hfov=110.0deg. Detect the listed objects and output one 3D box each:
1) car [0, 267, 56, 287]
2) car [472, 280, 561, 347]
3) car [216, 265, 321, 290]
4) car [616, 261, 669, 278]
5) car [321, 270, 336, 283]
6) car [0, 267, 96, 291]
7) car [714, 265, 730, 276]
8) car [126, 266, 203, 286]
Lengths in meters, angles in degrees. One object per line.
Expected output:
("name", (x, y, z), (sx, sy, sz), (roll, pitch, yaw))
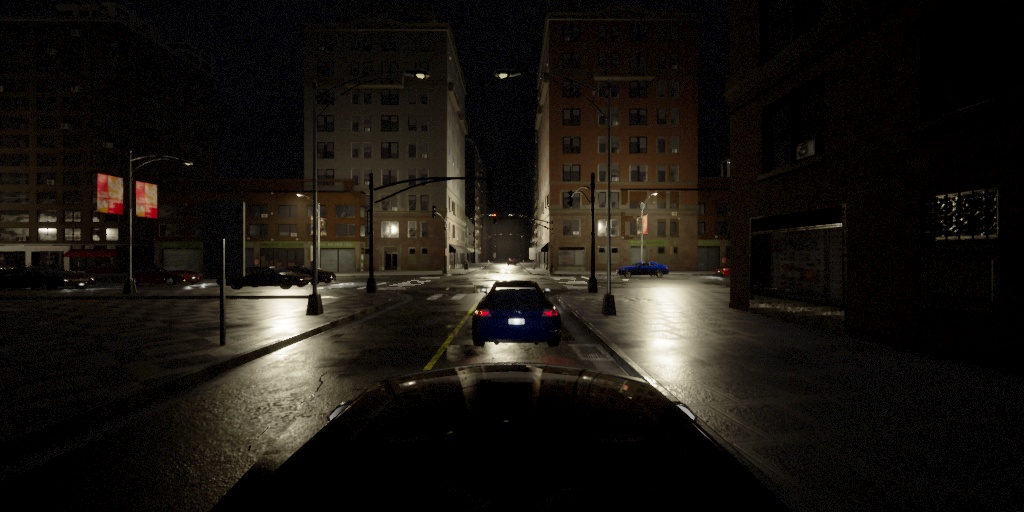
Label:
("car", (-36.403, 1.476, 25.821), (4.718, 1.301, 1.895), (0, 0, 0))
("car", (0.098, 1.314, 9.373), (1.994, 1.385, 4.181), (0, 0, 0))
("car", (-15.453, 1.349, 22.659), (5.357, 1.411, 2.033), (0, 0, 0))
("car", (11.866, 1.218, 32.735), (4.674, 1.442, 1.812), (0, 0, 0))
("car", (-15.039, 1.364, 25.909), (4.181, 1.385, 1.994), (0, 0, 0))
("car", (-29.786, 1.402, 22.593), (5.357, 1.411, 2.033), (0, 0, 0))
("car", (20.905, 1.225, 32.772), (4.181, 1.385, 1.994), (0, 0, 0))
("car", (-24.987, 1.402, 25.860), (4.181, 1.385, 1.994), (0, 0, -1))
